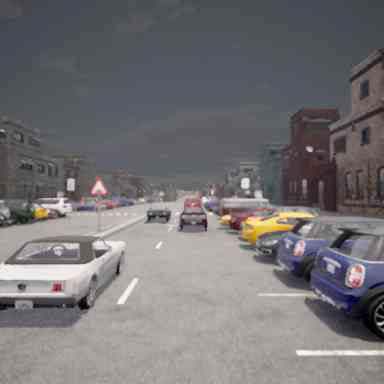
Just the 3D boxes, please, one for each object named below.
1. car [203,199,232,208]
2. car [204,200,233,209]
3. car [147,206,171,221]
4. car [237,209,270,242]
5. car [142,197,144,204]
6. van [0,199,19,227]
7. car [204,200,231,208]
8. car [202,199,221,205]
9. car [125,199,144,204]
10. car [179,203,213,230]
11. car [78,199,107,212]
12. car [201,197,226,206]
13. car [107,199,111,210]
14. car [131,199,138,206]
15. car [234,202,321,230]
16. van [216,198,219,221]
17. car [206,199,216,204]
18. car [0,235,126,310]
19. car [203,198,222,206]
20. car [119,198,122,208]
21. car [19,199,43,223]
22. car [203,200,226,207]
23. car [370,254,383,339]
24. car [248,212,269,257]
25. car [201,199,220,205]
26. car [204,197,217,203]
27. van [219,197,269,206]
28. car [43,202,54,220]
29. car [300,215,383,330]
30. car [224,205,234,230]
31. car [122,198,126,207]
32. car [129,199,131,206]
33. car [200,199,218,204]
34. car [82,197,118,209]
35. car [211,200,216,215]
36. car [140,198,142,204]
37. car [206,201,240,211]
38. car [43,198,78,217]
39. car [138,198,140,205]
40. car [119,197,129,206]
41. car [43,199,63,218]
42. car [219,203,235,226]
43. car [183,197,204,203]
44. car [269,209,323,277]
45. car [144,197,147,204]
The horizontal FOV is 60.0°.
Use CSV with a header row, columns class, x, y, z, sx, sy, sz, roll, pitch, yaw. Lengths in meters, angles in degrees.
class,x,y,z,sx,sy,sz,roll,pitch,yaw
car,4.914,2.248,64.484,5.366,1.575,1.946,0,-1,0
car,4.717,2.189,59.052,5.008,1.535,2.097,0,-1,0
car,-2.900,1.932,30.221,1.895,1.301,4.718,0,-2,0
car,4.704,1.648,14.465,5.008,1.535,2.097,0,-1,0
car,-15.753,2.493,84.715,5.366,1.575,1.946,0,-1,0
van,-15.398,1.573,24.056,4.442,1.987,1.878,0,-1,0
car,4.749,2.249,61.707,4.792,1.488,2.163,0,-1,0
car,4.776,2.497,81.283,4.674,1.452,2.002,0,-1,0
car,-15.533,2.603,90.235,4.792,1.488,2.163,0,-1,0
car,0.098,1.773,23.487,2.128,1.511,4.902,0,-1,0
car,-15.507,2.131,48.871,4.792,1.488,2.163,0,-1,0
car,4.790,2.132,75.605,5.566,2.045,2.435,0,-1,0
car,-15.541,2.171,51.629,4.674,1.452,2.002,0,-1,0
car,-15.530,2.108,73.692,5.566,2.045,2.435,0,-1,0
car,4.740,1.557,17.248,4.553,1.767,2.185,0,-1,0
van,4.824,1.632,31.144,4.442,1.987,1.878,0,-1,0
car,4.677,2.057,45.038,4.792,1.488,2.163,0,-1,0
car,-2.901,1.690,7.985,1.895,1.301,4.718,0,-1,0
car,4.802,2.294,78.416,4.553,1.767,2.185,0,-1,0
car,-15.543,2.254,59.772,4.674,1.452,2.002,0,-1,0
car,-15.546,1.585,26.813,5.566,2.045,2.435,0,-1,0
car,4.716,2.345,70.042,4.792,1.488,2.163,0,-1,0
car,4.707,1.557,3.351,4.674,1.452,2.002,0,-1,0
car,4.715,1.614,11.688,4.892,1.521,2.231,0,-1,0
car,4.802,2.534,86.840,4.892,1.521,2.231,0,-1,0
car,4.678,1.809,47.821,5.566,2.045,2.435,0,-1,0
van,4.824,1.598,28.365,4.442,1.987,1.878,0,-1,0
car,-15.514,1.873,29.693,5.008,1.535,2.097,0,-1,0
car,4.678,1.423,6.132,4.553,1.767,2.185,0,-1,0
car,4.703,1.718,20.025,5.008,1.535,2.097,0,-1,0
car,-15.546,2.282,62.660,4.674,1.452,2.002,0,-1,0
car,-15.556,2.339,68.175,4.674,1.452,2.002,0,-1,0
car,4.826,2.653,95.051,4.892,1.521,2.231,0,-1,0
car,-15.513,1.908,54.390,5.566,2.045,2.435,0,-1,0
car,4.701,1.894,33.921,4.892,1.521,2.231,0,-1,0
car,-15.594,2.490,81.958,4.792,1.488,2.163,0,-1,0
car,4.699,2.093,50.597,4.892,1.521,2.231,0,-1,0
car,-15.553,1.691,35.087,5.566,2.045,2.435,0,-1,0
car,-15.748,2.422,79.201,5.366,1.575,1.946,0,-1,0
car,-15.545,2.270,65.418,5.008,1.535,2.097,0,-1,0
car,-15.553,1.783,32.451,4.553,1.767,2.185,0,-1,0
car,4.710,1.829,25.583,4.674,1.452,2.002,0,-1,0
car,0.091,1.716,40.890,2.150,2.045,5.566,0,-1,1
car,4.678,1.454,8.912,4.553,1.767,2.185,0,-1,0
car,-15.380,2.531,87.478,5.366,1.575,1.946,0,-1,0
